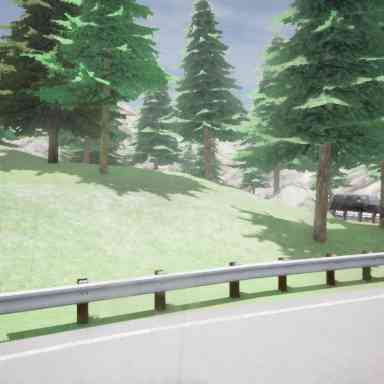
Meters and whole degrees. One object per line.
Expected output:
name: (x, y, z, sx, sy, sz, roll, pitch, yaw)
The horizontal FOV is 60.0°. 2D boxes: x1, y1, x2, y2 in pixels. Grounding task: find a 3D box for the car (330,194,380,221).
car: (14.233, 1.235, 27.987, 2.150, 2.045, 5.566, 0, 0, -21)
